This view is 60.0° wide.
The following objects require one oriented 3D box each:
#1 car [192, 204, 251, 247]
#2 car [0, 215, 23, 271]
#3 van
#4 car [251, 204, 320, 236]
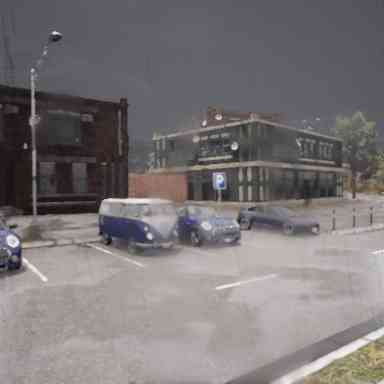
[{"bbox_3d":[0.133,1.327,15.073,2.185,1.767,4.553,0,0,-35],"label":"car"},{"bbox_3d":[-6.666,1.360,10.235,2.185,1.767,4.553,0,0,-35],"label":"car"},{"bbox_3d":[-2.151,1.244,13.266,1.878,1.987,4.442,0,0,-35],"label":"van"},{"bbox_3d":[4.598,1.440,18.175,2.163,1.488,4.792,-1,0,-35],"label":"car"}]
